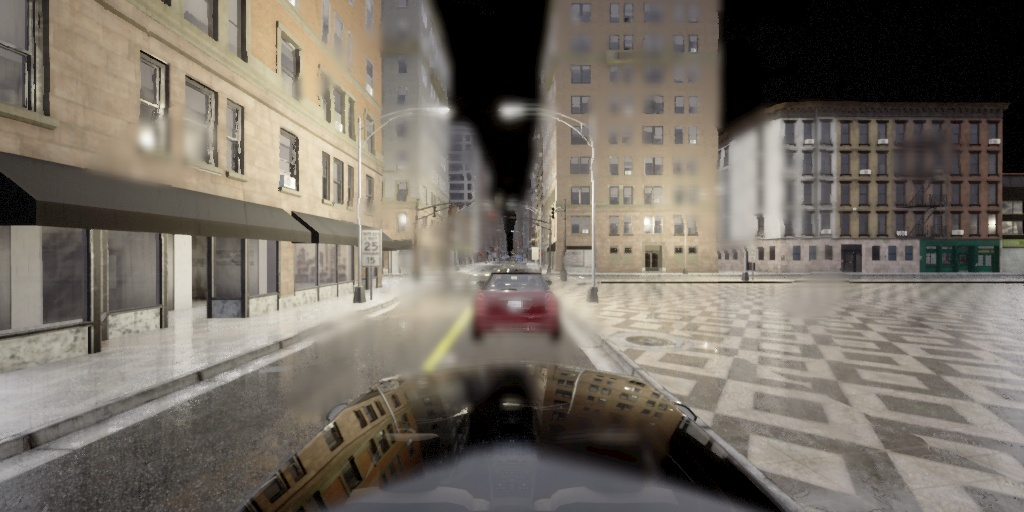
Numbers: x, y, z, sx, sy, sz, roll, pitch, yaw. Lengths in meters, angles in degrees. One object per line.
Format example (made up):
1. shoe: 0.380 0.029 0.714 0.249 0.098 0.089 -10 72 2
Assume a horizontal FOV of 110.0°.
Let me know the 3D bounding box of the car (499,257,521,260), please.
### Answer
1. car: 0.056 1.101 19.832 2.097 1.767 4.553 0 0 -1

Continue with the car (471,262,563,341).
1. car: 0.105 1.101 10.015 2.097 1.767 4.553 0 0 0
